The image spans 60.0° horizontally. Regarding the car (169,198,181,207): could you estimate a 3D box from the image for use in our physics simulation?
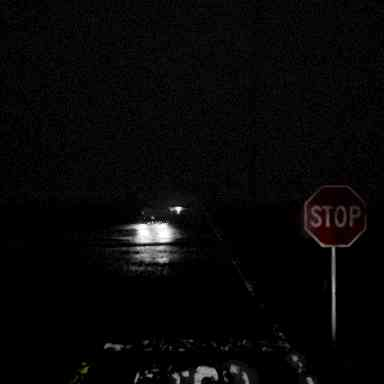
[{"bbox_3d":[-2.797,1.626,52.533,1.895,1.301,4.718,0,0,0],"label":"car"}]

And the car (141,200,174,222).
[{"bbox_3d":[-2.831,1.623,27.035,1.895,1.301,4.718,0,0,3],"label":"car"}]
